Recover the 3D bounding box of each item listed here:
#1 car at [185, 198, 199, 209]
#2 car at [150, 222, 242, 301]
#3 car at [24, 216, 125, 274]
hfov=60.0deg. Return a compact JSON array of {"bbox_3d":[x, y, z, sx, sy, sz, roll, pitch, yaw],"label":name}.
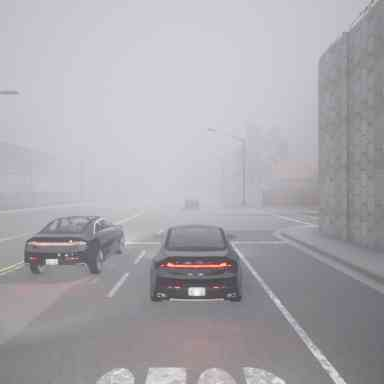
[{"bbox_3d":[-0.016,1.491,44.230,2.128,1.511,4.902,0,0,0],"label":"car"},{"bbox_3d":[0.079,1.505,8.277,1.837,1.490,4.892,0,0,0],"label":"car"},{"bbox_3d":[-3.428,1.492,10.546,2.128,1.511,4.902,0,0,0],"label":"car"}]
